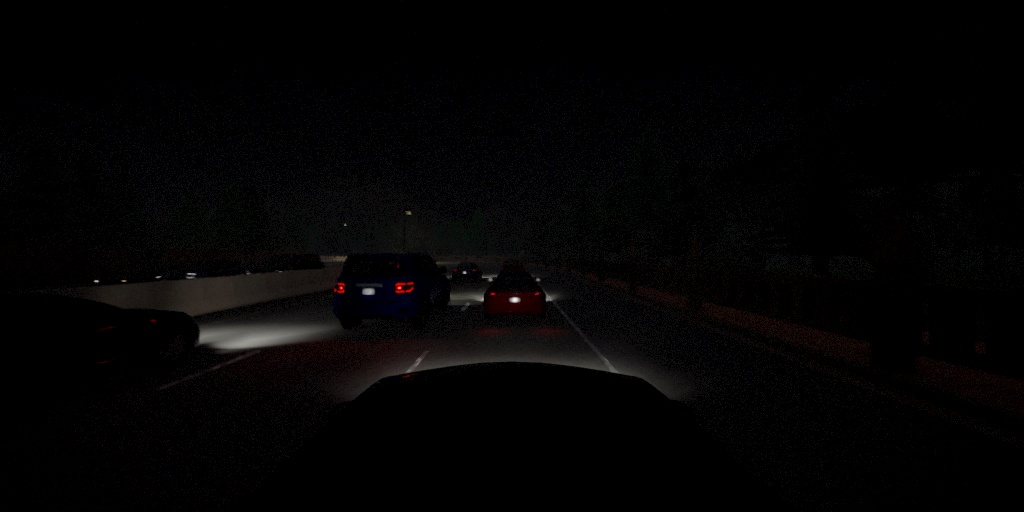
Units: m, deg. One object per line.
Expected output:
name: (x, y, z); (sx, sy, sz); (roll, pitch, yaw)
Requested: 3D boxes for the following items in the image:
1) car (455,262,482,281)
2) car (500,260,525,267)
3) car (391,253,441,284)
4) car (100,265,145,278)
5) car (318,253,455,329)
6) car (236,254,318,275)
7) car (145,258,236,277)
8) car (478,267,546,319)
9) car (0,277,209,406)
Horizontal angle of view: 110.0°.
car: (-3.431, 1.169, 27.970); (1.994, 1.385, 4.181); (0, 0, 0)
car: (0.063, 1.073, 29.009); (1.882, 1.535, 5.008); (0, 0, 0)
car: (-6.925, 0.839, 26.550); (2.150, 2.045, 5.566); (0, 0, 0)
car: (-21.119, 1.212, 21.344); (2.033, 1.411, 5.357); (0, 0, 0)
car: (-3.411, 0.922, 11.210); (2.150, 2.045, 5.566); (0, 0, 0)
car: (-14.126, 0.869, 22.691); (2.150, 2.045, 5.566); (0, 0, 0)
car: (-17.629, 1.016, 20.641); (2.097, 1.767, 4.553); (0, 0, 0)
car: (0.087, 1.252, 12.565); (1.994, 1.385, 4.181); (0, 0, 0)
car: (-6.917, 1.246, 4.873); (1.837, 1.490, 4.892); (0, 1, 0)
